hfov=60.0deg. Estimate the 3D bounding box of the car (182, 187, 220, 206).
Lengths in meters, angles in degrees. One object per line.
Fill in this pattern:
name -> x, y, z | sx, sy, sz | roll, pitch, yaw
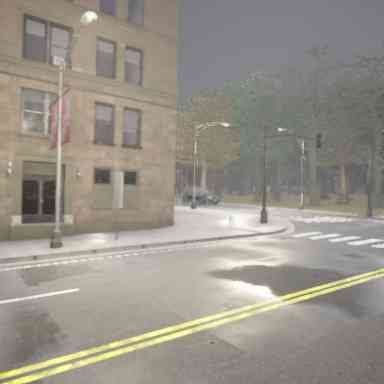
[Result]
car -> 0.975, 0.516, 39.393 | 2.150, 2.045, 5.566 | 2, 1, -36
